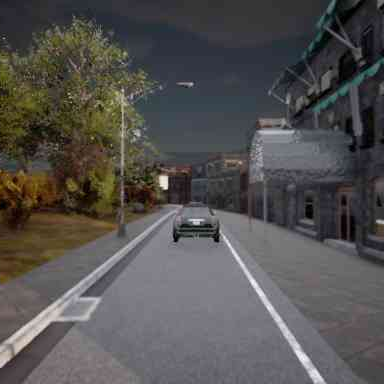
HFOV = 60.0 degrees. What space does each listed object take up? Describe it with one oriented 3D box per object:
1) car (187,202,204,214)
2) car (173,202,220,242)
[{"bbox_3d":[0.388,1.774,37.744,1.895,1.301,4.718,0,-1,1],"label":"car"},{"bbox_3d":[0.203,1.357,16.507,2.097,1.767,4.553,0,0,0],"label":"car"}]
